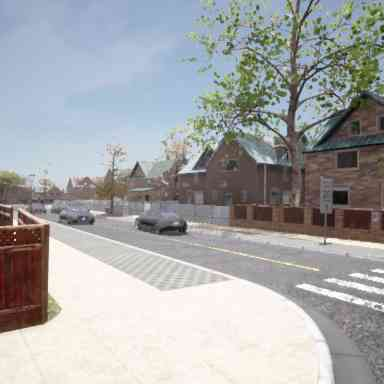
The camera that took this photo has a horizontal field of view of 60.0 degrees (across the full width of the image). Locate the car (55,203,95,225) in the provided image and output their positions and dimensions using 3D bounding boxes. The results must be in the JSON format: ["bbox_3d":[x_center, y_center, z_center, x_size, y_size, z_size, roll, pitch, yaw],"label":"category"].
[{"bbox_3d":[-9.228,1.860,26.540,1.994,1.385,4.181,2,-2,-34],"label":"car"}]

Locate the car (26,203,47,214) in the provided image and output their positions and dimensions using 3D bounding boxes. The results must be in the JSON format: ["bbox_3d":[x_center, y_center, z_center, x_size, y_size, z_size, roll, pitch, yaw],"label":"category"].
[{"bbox_3d":[-19.898,2.130,42.384,1.994,1.385,4.181,2,-2,-34],"label":"car"}]

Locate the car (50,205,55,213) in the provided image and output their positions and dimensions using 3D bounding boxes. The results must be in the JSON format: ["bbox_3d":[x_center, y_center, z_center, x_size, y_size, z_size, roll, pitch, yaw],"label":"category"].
[{"bbox_3d":[-17.018,2.153,43.217,1.994,1.385,4.181,2,-2,-34],"label":"car"}]

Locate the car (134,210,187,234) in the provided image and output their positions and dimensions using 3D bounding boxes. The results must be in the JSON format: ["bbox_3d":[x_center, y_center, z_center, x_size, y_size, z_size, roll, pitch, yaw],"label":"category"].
[{"bbox_3d":[-2.062,1.841,21.249,1.994,1.385,4.181,2,-2,-34],"label":"car"}]
